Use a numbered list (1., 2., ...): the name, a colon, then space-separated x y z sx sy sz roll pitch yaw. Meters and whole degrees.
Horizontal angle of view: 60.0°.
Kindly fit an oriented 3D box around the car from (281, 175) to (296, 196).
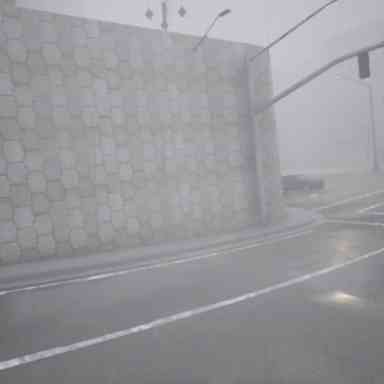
1. car: 6.006 -0.322 28.574 1.882 1.535 5.008 -10 6 -35

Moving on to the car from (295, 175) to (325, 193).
1. car: 9.399 -0.811 29.788 1.882 1.535 5.008 -10 6 -35
